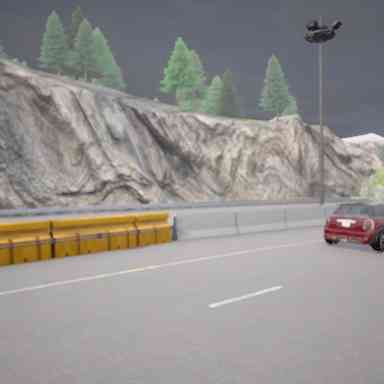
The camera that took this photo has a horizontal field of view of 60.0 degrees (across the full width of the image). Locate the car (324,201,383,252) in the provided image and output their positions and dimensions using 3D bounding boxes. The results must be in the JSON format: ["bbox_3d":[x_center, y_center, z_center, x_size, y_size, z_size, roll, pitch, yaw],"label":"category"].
[{"bbox_3d":[7.283,1.145,13.005,4.553,1.767,2.097,-1,1,-32],"label":"car"}]
